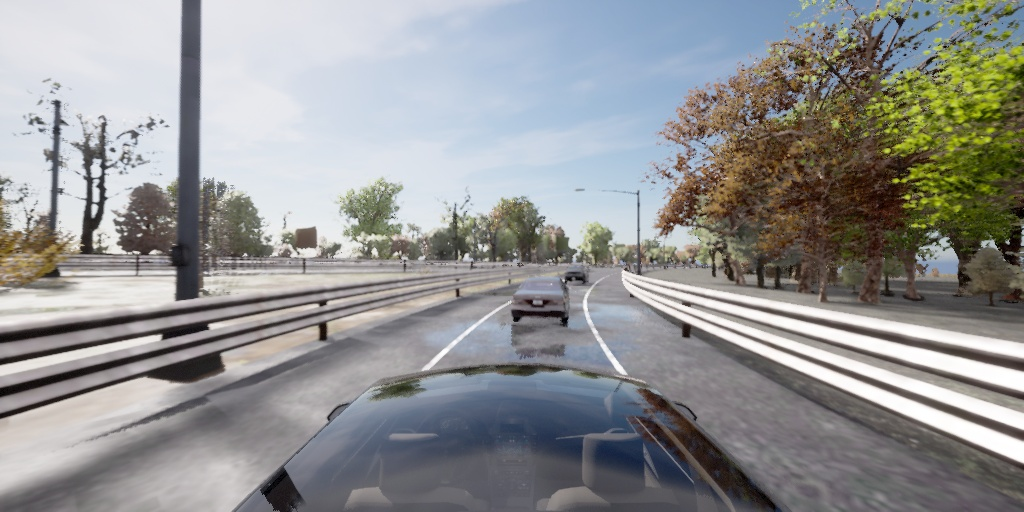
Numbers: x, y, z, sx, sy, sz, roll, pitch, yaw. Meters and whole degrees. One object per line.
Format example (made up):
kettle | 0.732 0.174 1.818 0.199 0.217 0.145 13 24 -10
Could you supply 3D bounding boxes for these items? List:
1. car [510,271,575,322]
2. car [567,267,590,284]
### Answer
car | 1.148 1.446 13.015 2.033 1.411 5.357 0 -1 9
car | 5.854 1.696 32.286 1.837 1.490 4.892 0 -1 17
